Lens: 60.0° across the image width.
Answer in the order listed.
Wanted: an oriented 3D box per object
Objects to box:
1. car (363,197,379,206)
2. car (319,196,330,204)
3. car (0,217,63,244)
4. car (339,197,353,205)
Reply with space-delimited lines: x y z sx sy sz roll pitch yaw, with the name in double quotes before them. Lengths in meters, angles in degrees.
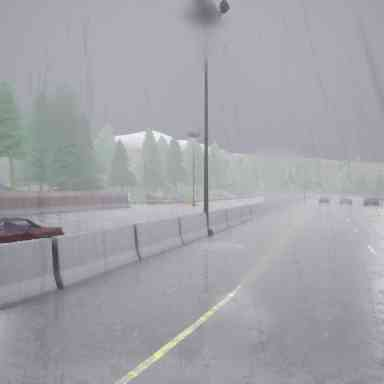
"car" 29.140 1.491 54.195 2.128 1.511 4.902 0 0 22
"car" 25.381 1.492 63.669 2.128 1.511 4.902 0 0 22
"car" -6.970 1.601 11.693 1.895 1.301 4.718 0 0 24
"car" 27.228 1.526 58.862 1.812 1.442 4.674 0 0 22
